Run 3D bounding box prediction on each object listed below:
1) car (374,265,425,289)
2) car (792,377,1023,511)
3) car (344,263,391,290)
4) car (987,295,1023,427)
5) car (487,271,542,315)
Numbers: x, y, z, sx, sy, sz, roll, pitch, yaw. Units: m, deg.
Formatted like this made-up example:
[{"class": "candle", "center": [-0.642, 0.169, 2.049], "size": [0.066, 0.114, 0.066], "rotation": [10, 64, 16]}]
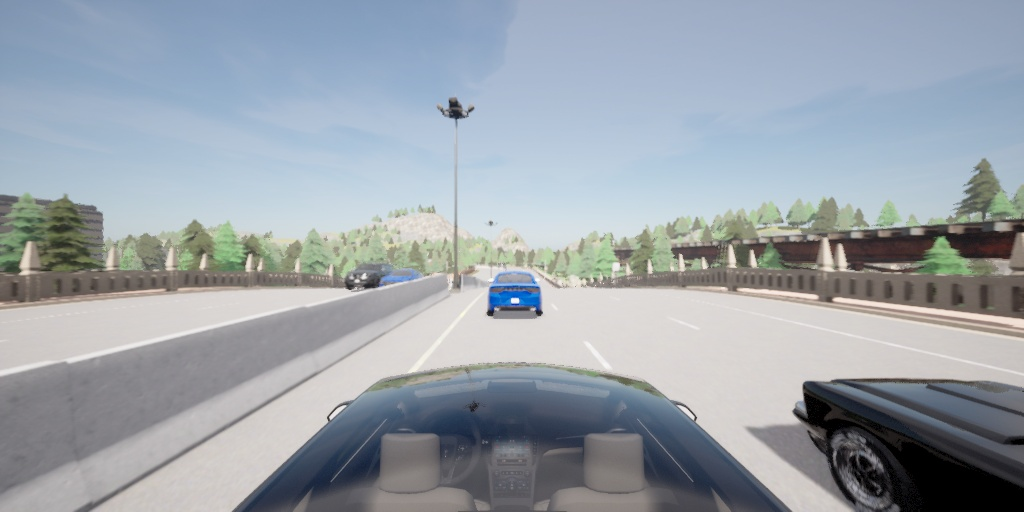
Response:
[{"class": "car", "center": [-7.100, 1.594, 23.761], "size": [1.882, 1.535, 5.008], "rotation": [0, -3, 0]}, {"class": "car", "center": [3.600, 1.348, 1.246], "size": [1.895, 1.301, 4.718], "rotation": [0, 0, 0]}, {"class": "car", "center": [-10.598, 1.528, 27.308], "size": [2.150, 2.045, 5.566], "rotation": [0, -4, 0]}, {"class": "car", "center": [7.100, 1.245, 2.098], "size": [2.128, 1.511, 4.902], "rotation": [0, 0, 0]}, {"class": "car", "center": [0.098, 1.313, 14.082], "size": [1.882, 1.535, 5.008], "rotation": [0, 0, 0]}]
